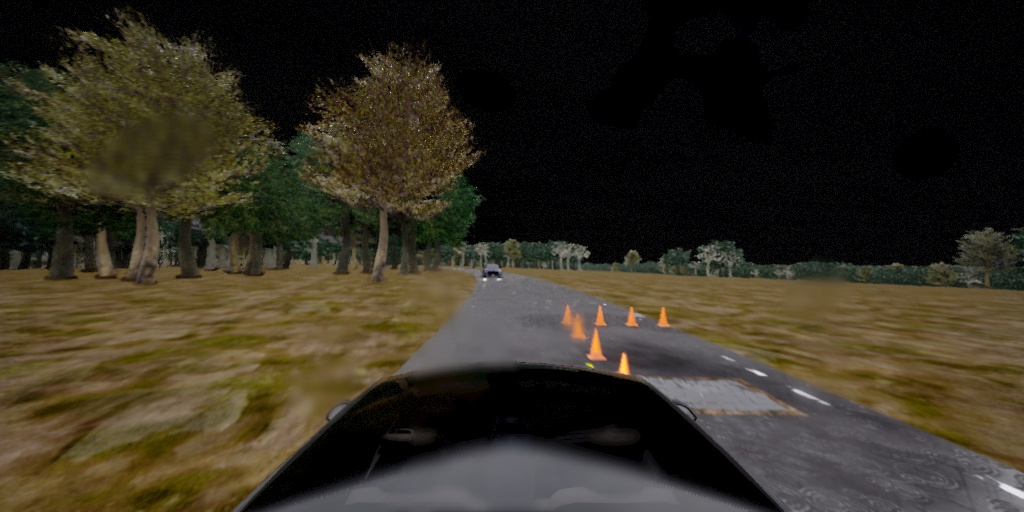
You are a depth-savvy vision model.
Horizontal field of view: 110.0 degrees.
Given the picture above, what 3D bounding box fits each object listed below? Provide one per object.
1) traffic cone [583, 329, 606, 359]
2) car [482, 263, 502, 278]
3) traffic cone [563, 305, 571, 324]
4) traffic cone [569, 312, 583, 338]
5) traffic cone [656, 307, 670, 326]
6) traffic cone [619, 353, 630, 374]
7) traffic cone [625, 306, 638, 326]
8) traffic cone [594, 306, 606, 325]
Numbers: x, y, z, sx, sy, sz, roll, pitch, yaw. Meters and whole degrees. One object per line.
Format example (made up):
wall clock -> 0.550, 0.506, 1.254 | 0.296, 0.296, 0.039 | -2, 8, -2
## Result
traffic cone -> 1.746, 1.814, 7.479 | 0.340, 0.580, 0.340 | 0, 0, 1
car -> -2.369, 1.636, 42.089 | 2.097, 1.767, 4.553 | 1, -1, -8
traffic cone -> 1.813, 1.870, 11.478 | 0.340, 0.580, 0.340 | 0, 0, 1
traffic cone -> 1.780, 1.842, 9.479 | 0.340, 0.580, 0.340 | 0, 0, 1
traffic cone -> 4.812, 1.914, 11.427 | 0.340, 0.580, 0.340 | 0, 0, 1
traffic cone -> 1.713, 1.785, 5.480 | 0.340, 0.580, 0.340 | 0, 0, 1
traffic cone -> 3.812, 1.900, 11.444 | 0.340, 0.580, 0.340 | 0, 0, 1
traffic cone -> 2.813, 1.885, 11.461 | 0.340, 0.580, 0.340 | 0, 0, 1
